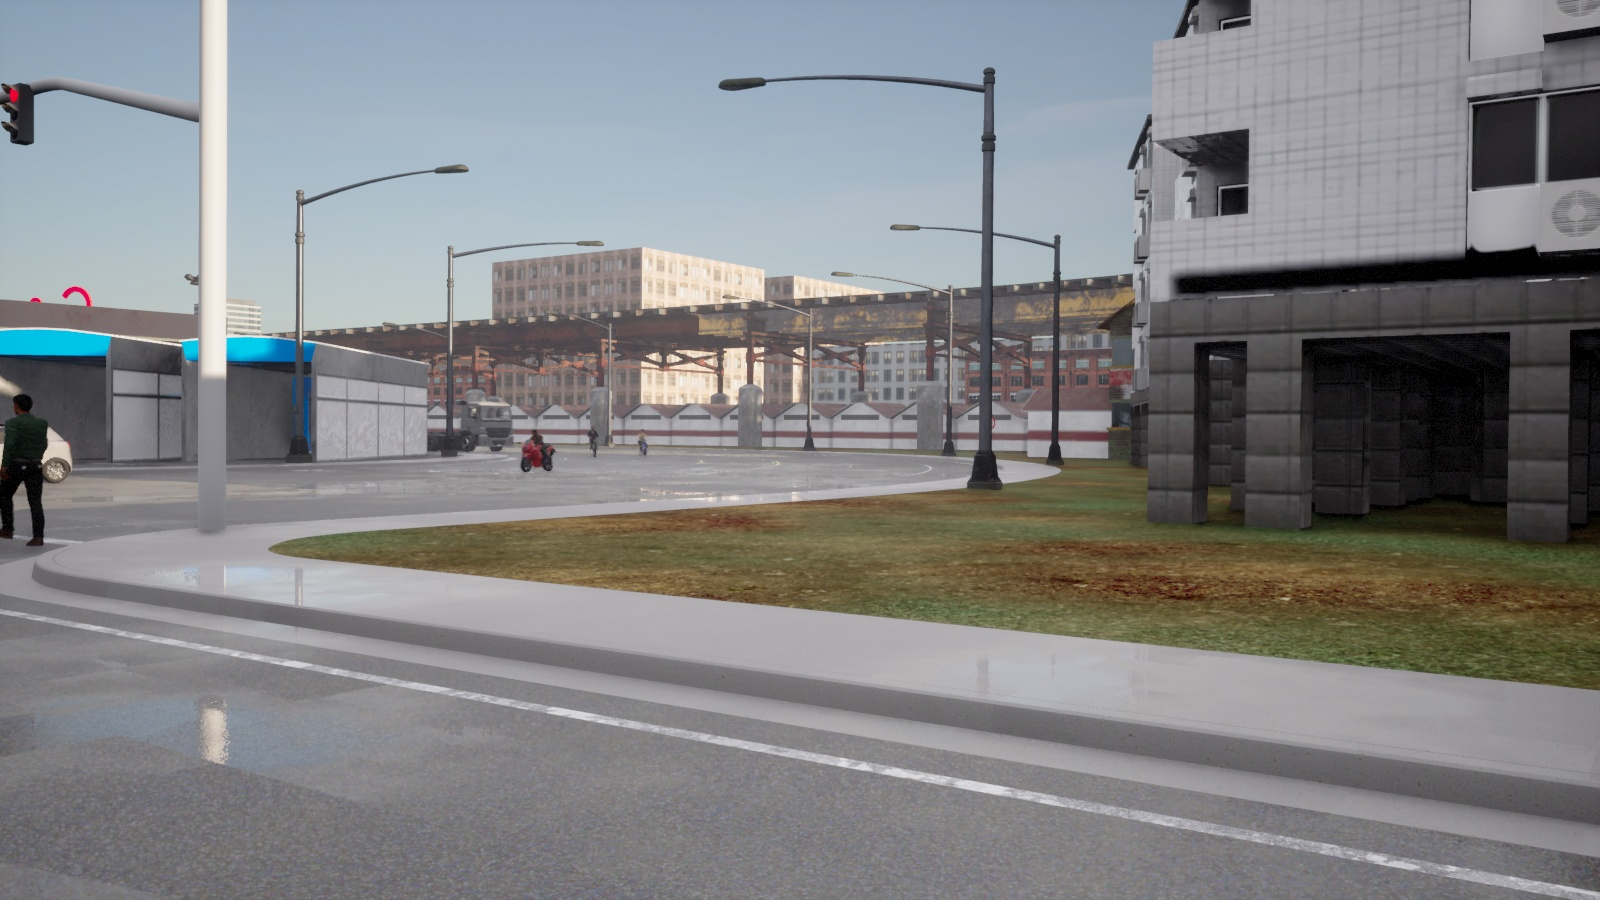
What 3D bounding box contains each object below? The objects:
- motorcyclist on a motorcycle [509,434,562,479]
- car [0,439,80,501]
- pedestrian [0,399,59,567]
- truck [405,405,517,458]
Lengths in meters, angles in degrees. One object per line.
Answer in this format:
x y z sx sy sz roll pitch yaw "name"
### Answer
-9.223 0.197 43.854 0.797 1.523 2.044 -1 0 20 "motorcyclist on a motorcycle"
-20.440 0.500 31.538 1.845 1.501 3.633 0 1 35 "car"
-9.281 0.385 14.961 0.788 1.949 0.423 0 1 31 "pedestrian"
-23.035 -1.204 85.135 7.936 3.462 2.891 0 1 35 "truck"
